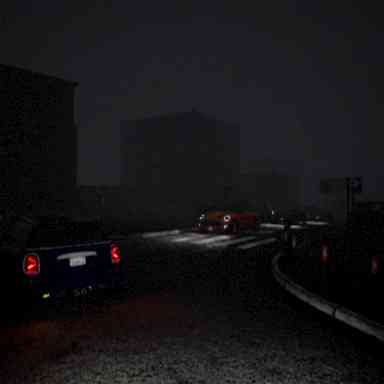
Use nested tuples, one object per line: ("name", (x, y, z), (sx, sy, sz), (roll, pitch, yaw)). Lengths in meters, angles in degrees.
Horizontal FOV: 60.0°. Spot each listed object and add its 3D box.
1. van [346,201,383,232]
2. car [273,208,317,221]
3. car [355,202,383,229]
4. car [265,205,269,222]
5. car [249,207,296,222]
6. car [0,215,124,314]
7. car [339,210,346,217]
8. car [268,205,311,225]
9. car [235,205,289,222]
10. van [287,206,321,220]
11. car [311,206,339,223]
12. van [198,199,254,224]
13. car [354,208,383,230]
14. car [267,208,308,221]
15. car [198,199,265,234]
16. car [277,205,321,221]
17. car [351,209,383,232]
("van", (12.007, 1.558, 20.000), (4.442, 1.987, 1.878), (0, -3, 34))
("car", (14.008, 3.020, 45.218), (5.366, 1.575, 1.946), (0, -3, 34))
("car", (16.497, 1.970, 27.037), (5.566, 2.045, 2.435), (0, -3, 34))
("car", (6.119, 2.048, 33.591), (4.553, 1.767, 2.185), (0, -3, 34))
("car", (9.260, 2.547, 38.336), (4.792, 1.488, 2.163), (0, -3, 34))
("car", (-3.449, 1.317, 7.932), (2.097, 1.767, 4.553), (0, 0, -38))
("car", (39.145, 5.540, 83.539), (5.566, 2.045, 2.435), (0, -3, 34))
("car", (8.668, 2.078, 29.195), (1.837, 1.490, 4.892), (0, -3, 34))
("car", (7.543, 2.346, 36.133), (5.366, 1.575, 1.946), (0, -3, 34))
("van", (16.773, 3.126, 49.937), (4.442, 1.987, 1.878), (0, -3, 34))
("car", (15.480, 2.805, 39.446), (2.128, 1.511, 4.902), (0, -3, 34))
("van", (2.929, 1.640, 29.045), (4.442, 1.987, 1.878), (0, -3, 34))
("car", (15.003, 2.059, 24.734), (5.008, 1.535, 2.097), (0, -3, 33))
("car", (12.246, 2.887, 42.891), (4.674, 1.452, 2.002), (0, -3, 34))
("car", (2.283, 1.445, 19.654), (2.097, 1.767, 4.553), (0, -1, 35))
("car", (15.308, 2.933, 47.566), (5.566, 2.045, 2.435), (0, -3, 34))
("car", (13.465, 1.939, 22.359), (4.792, 1.488, 2.163), (0, -3, 34))
